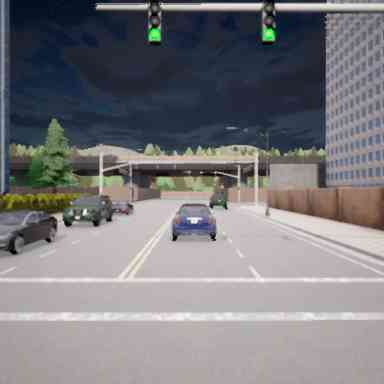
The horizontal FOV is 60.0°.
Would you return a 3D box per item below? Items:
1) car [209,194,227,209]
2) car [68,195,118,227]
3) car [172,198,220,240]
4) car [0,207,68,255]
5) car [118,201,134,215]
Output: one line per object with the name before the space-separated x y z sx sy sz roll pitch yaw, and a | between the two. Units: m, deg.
car | 3.542 1.229 45.022 2.150 2.045 5.566 0 0 1
car | -7.068 1.226 23.317 2.150 2.045 5.566 0 0 0
car | 0.102 1.356 17.299 2.097 1.767 4.553 0 0 0
car | -7.093 1.494 13.450 2.128 1.511 4.902 0 0 0
car | -6.995 1.571 33.183 1.994 1.385 4.181 0 0 0
